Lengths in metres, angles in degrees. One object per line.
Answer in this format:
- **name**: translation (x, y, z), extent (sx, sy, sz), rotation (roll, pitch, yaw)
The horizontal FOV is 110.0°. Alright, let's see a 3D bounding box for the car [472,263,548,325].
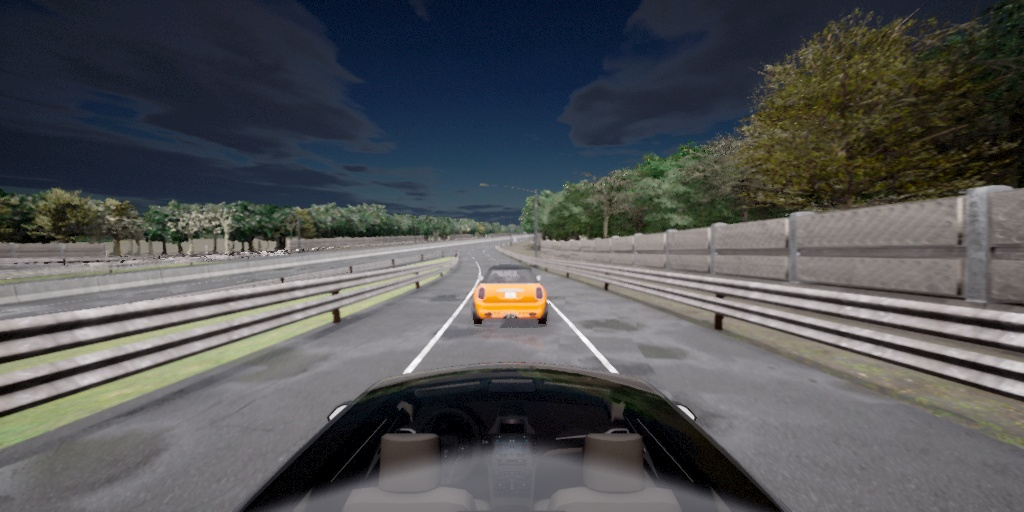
- **car**: translation (-0.085, 1.040, 11.747), extent (2.097, 1.767, 4.553), rotation (0, 1, -1)
